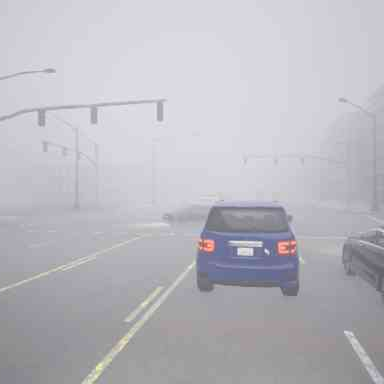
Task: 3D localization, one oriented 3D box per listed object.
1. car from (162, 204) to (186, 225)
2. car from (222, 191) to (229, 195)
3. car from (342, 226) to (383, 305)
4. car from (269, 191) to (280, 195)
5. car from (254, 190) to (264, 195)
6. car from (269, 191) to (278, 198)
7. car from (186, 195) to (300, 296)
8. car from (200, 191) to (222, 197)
[{"bbox_3d":[-0.072,1.541,24.237,4.181,1.385,1.994,0,0,-34],"label":"car"},{"bbox_3d":[4.547,0.926,57.667,2.150,2.045,5.566,0,1,11],"label":"car"},{"bbox_3d":[4.784,1.492,7.407,2.128,1.511,4.902,0,0,11],"label":"car"},{"bbox_3d":[18.773,0.881,74.973,2.128,1.511,4.902,0,1,11],"label":"car"},{"bbox_3d":[15.302,0.904,75.471,1.994,1.385,4.181,0,1,11],"label":"car"},{"bbox_3d":[20.757,0.552,84.975,2.097,1.767,4.553,0,1,11],"label":"car"},{"bbox_3d":[1.517,1.221,8.930,2.150,2.045,5.566,0,0,11],"label":"car"},{"bbox_3d":[2.515,1.079,47.481,2.150,2.045,5.566,0,1,11],"label":"car"}]
